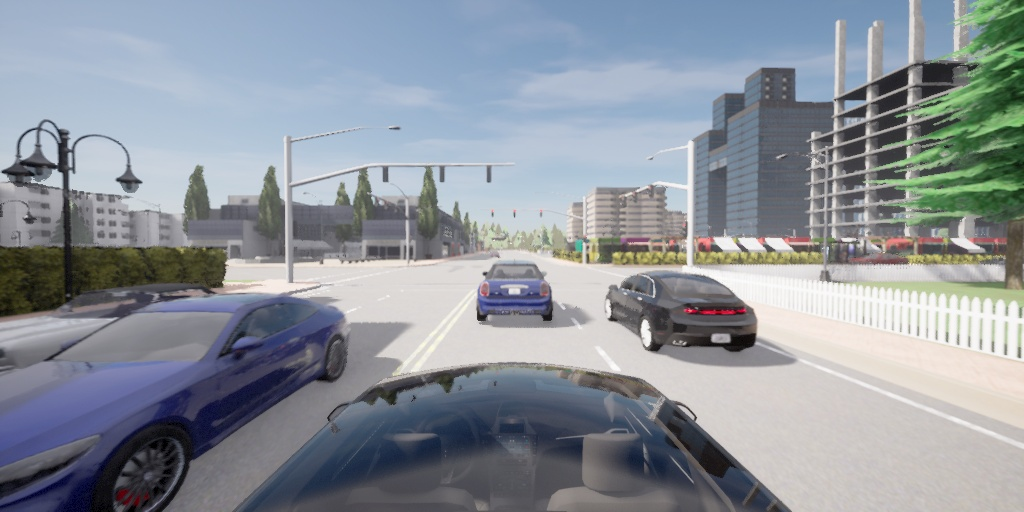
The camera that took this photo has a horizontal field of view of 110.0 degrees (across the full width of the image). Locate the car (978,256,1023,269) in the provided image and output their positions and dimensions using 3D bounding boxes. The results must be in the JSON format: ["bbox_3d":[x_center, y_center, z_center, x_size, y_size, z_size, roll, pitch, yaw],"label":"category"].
[{"bbox_3d":[45.547,0.641,32.807,4.181,1.385,1.994,0,1,-1],"label":"car"}]

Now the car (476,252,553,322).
[{"bbox_3d":[0.078,0.890,11.502,2.097,1.767,4.553,0,1,0],"label":"car"}]

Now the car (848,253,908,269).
[{"bbox_3d":[36.811,0.482,36.118,5.008,1.535,1.882,0,1,-1],"label":"car"}]

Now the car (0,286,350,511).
[{"bbox_3d":[-3.581,1.221,4.206,1.812,1.442,4.674,0,1,0],"label":"car"}]

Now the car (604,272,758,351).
[{"bbox_3d":[3.563,1.107,8.498,1.837,1.490,4.892,0,1,0],"label":"car"}]

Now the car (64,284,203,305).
[{"bbox_3d":[-7.081,1.244,6.617,1.895,1.301,4.718,0,1,0],"label":"car"}]
